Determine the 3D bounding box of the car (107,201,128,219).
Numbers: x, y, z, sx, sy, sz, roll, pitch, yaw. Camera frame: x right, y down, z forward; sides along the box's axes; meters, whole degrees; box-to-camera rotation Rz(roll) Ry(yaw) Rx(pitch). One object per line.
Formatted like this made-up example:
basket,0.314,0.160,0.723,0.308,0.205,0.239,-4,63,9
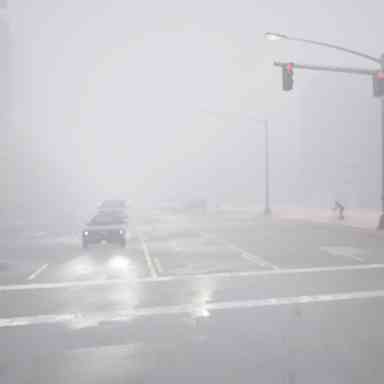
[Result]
car,-7.912,1.843,35.664,2.097,1.767,4.553,-1,-1,-11

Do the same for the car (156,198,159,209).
car,-5.047,1.936,58.607,2.150,2.045,5.566,-1,-1,-11

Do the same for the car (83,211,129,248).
car,-4.145,1.834,16.253,1.895,1.301,4.718,-1,-1,-11

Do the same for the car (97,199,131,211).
car,-5.985,1.580,25.692,2.150,2.045,5.566,-1,-1,-11

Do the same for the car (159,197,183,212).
car,-3.028,1.798,48.219,2.150,2.045,5.566,-1,-1,-11

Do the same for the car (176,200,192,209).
car,-1.489,2.221,58.473,2.033,1.411,5.357,-1,-1,-11

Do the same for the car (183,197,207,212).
car,0.590,1.755,47.946,2.150,2.045,5.566,-1,-1,-11

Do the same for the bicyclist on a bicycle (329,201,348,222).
bicyclist on a bicycle,10.960,1.462,24.897,1.656,1.620,0.582,-1,-1,-11
